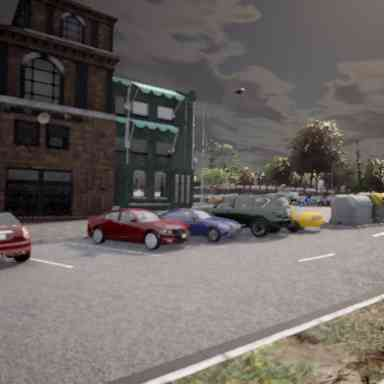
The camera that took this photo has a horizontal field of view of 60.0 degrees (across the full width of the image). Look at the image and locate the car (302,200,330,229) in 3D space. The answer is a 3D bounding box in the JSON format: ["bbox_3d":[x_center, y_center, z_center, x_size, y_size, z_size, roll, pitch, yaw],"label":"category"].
[{"bbox_3d":[4.897,1.420,19.604,5.366,1.575,1.946,-1,0,35],"label":"car"}]

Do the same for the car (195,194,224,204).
[{"bbox_3d":[2.739,1.093,51.633,2.231,1.521,4.892,0,-1,35],"label":"car"}]

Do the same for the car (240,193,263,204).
[{"bbox_3d":[12.158,1.332,67.849,2.435,2.045,5.566,1,-2,35],"label":"car"}]

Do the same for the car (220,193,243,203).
[{"bbox_3d":[8.672,1.331,72.767,2.435,2.045,5.566,1,-2,35],"label":"car"}]

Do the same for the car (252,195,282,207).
[{"bbox_3d":[9.480,1.129,41.913,2.002,1.452,4.674,1,0,35],"label":"car"}]

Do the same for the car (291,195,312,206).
[{"bbox_3d":[19.038,1.455,57.912,2.185,1.767,4.553,1,-1,35],"label":"car"}]

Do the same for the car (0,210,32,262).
[{"bbox_3d":[-7.241,1.341,10.757,4.553,1.767,2.185,-1,0,35],"label":"car"}]

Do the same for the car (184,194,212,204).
[{"bbox_3d":[1.039,1.122,54.044,2.163,1.488,4.792,1,0,35],"label":"car"}]

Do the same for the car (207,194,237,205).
[{"bbox_3d":[4.523,1.091,49.362,1.946,1.575,5.366,0,-1,35],"label":"car"}]

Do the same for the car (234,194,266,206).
[{"bbox_3d":[7.791,1.091,44.341,2.231,1.521,4.892,0,-1,35],"label":"car"}]

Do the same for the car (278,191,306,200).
[{"bbox_3d":[11.161,0.837,39.457,2.435,2.045,5.566,1,0,35],"label":"car"}]

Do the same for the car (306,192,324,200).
[{"bbox_3d":[20.768,1.455,55.428,2.185,1.767,4.553,1,-2,35],"label":"car"}]

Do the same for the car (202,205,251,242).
[{"bbox_3d":[0.121,1.491,16.010,4.674,1.452,2.002,-1,-1,35],"label":"car"}]

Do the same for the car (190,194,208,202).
[{"bbox_3d":[1.781,1.459,82.700,2.185,1.767,4.553,1,-2,35],"label":"car"}]

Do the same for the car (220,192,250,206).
[{"bbox_3d":[6.090,0.965,46.753,2.185,1.767,4.553,0,-1,35],"label":"car"}]

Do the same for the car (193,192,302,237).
[{"bbox_3d":[2.555,1.188,17.765,5.566,2.045,2.435,-1,0,35],"label":"car"}]

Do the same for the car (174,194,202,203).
[{"bbox_3d":[-0.628,1.093,56.497,2.097,1.535,5.008,0,-1,36],"label":"car"}]

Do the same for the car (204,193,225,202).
[{"bbox_3d":[5.265,1.335,77.783,2.435,2.045,5.566,1,-2,35],"label":"car"}]

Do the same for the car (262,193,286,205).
[{"bbox_3d":[15.570,1.329,62.832,2.435,2.045,5.566,1,-2,35],"label":"car"}]

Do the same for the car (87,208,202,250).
[{"bbox_3d":[-2.350,1.459,14.265,5.008,1.535,2.097,-1,-1,35],"label":"car"}]

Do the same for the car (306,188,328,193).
[{"bbox_3d":[23.874,-0.046,62.906,2.128,1.511,4.902,2,3,-34],"label":"car"}]

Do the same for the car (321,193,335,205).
[{"bbox_3d":[22.449,1.451,52.897,2.185,1.767,4.553,1,-2,35],"label":"car"}]
